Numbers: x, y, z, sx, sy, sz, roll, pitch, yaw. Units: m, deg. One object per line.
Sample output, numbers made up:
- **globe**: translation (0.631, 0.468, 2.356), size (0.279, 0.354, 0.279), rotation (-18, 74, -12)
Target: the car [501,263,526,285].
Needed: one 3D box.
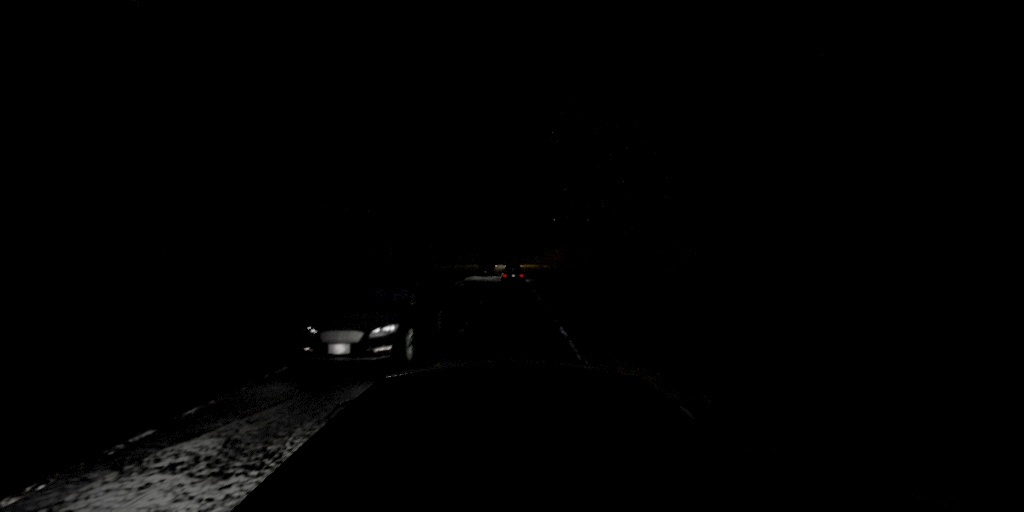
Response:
- **car**: translation (0.100, 1.450, 27.661), size (2.033, 1.411, 5.357), rotation (0, 0, 0)

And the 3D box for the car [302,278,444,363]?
- **car**: translation (-2.840, 1.282, 8.353), size (2.128, 1.511, 4.902), rotation (0, 0, 0)

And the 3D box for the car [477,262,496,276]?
- **car**: translation (-2.845, 1.476, 40.582), size (1.837, 1.490, 4.892), rotation (0, 0, 0)
